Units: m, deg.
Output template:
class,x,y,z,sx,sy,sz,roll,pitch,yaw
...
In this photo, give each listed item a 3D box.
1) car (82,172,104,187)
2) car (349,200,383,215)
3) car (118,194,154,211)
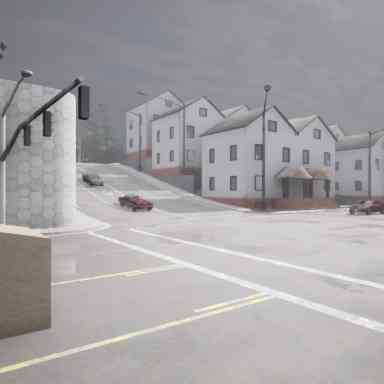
class,x,y,z,sx,sy,sz,roll,pitch,yaw
car,-13.037,-1.709,43.782,1.837,1.490,4.892,0,14,-34
car,17.887,1.526,33.751,4.674,1.442,1.812,0,0,-35
car,-5.595,0.971,32.964,1.895,1.301,4.718,0,7,-35
